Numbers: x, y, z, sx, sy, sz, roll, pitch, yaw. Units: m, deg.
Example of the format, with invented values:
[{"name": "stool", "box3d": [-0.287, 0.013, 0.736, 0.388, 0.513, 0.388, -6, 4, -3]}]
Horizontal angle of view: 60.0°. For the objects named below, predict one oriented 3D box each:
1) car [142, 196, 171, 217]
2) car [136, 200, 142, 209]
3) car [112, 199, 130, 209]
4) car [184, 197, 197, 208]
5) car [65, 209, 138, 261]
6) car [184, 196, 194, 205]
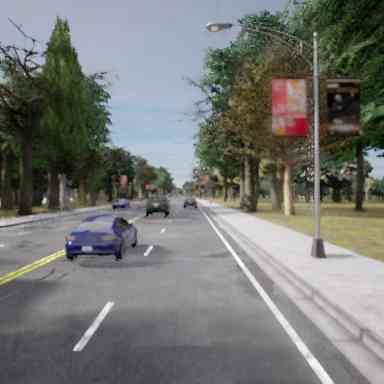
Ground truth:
[{"name": "car", "box3d": [-3.384, 1.390, 33.688, 2.150, 2.045, 5.566, 0, 0, -1]}, {"name": "car", "box3d": [-6.905, 1.872, 48.334, 1.895, 1.301, 4.718, 0, 0, 0]}, {"name": "car", "box3d": [-10.154, 1.757, 47.987, 1.882, 1.535, 5.008, 0, 0, 0]}, {"name": "car", "box3d": [-0.270, 1.638, 53.249, 2.097, 1.767, 4.553, 0, 0, -1]}, {"name": "car", "box3d": [-3.229, 1.584, 12.490, 1.812, 1.442, 4.674, 0, 0, 0]}, {"name": "car", "box3d": [-0.589, 1.807, 73.063, 2.097, 1.767, 4.553, 0, -1, -1]}]
